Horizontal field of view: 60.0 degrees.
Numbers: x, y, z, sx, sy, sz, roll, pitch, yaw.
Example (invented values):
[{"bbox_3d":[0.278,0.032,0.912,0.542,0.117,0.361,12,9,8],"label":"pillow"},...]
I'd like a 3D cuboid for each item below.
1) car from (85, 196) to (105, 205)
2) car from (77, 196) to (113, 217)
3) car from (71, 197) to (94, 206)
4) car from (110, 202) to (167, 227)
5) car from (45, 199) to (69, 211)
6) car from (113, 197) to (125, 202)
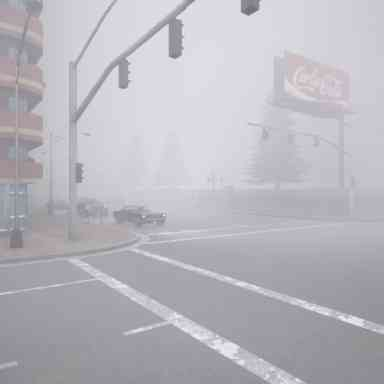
[{"bbox_3d":[-17.671,1.526,60.424,1.812,1.442,4.674,0,0,-37],"label":"car"},{"bbox_3d":[-9.475,1.352,30.886,2.097,1.767,4.553,0,0,-36],"label":"car"},{"bbox_3d":[-18.290,1.547,55.324,2.033,1.411,5.357,0,0,-36],"label":"car"},{"bbox_3d":[-3.659,1.601,22.856,1.895,1.301,4.718,0,0,-36],"label":"car"},{"bbox_3d":[-16.377,1.564,40.422,1.994,1.385,4.181,0,0,-36],"label":"car"},{"bbox_3d":[-12.320,1.505,53.046,1.837,1.490,4.892,0,0,-36],"label":"car"}]
